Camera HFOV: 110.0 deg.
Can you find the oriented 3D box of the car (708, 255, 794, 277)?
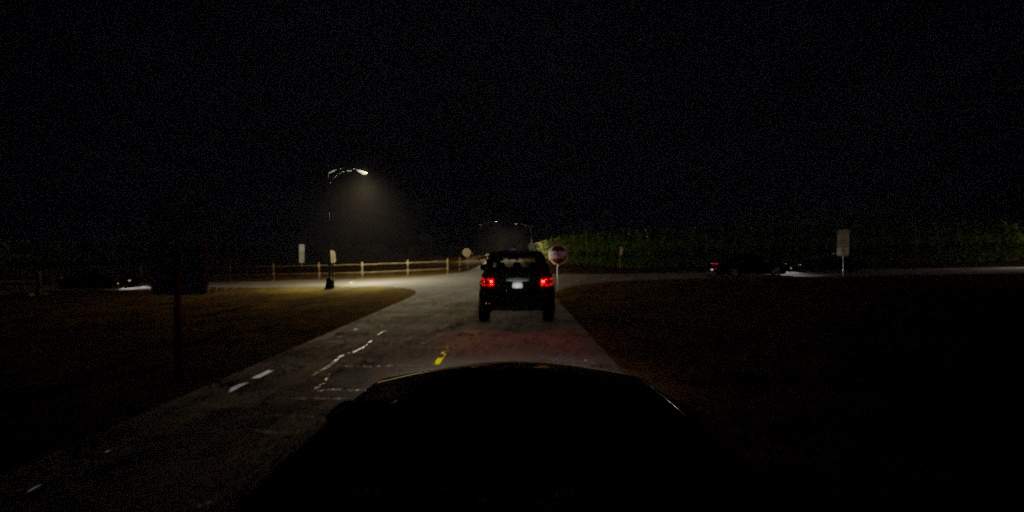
[{"bbox_3d":[16.433,0.661,25.134,4.892,1.490,1.837,-1,1,0],"label":"car"}]

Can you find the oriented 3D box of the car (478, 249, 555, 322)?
[{"bbox_3d":[0.097,0.861,11.977,2.150,2.045,5.566,0,0,-1],"label":"car"}]

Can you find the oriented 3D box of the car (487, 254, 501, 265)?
[{"bbox_3d":[-2.645,0.505,53.677,1.837,1.490,4.892,0,1,1],"label":"car"}]

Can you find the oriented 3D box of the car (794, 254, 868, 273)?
[{"bbox_3d":[24.476,0.520,28.055,5.357,1.411,2.033,-1,1,0],"label":"car"}]

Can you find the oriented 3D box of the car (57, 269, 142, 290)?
[{"bbox_3d":[-28.690,1.572,25.024,4.181,1.385,1.994,-1,1,0],"label":"car"}]
